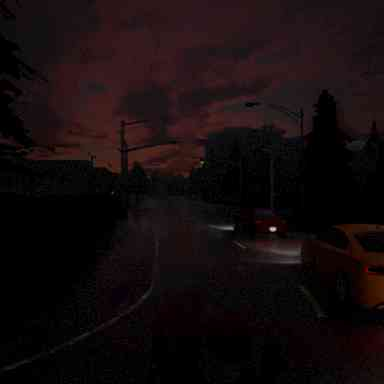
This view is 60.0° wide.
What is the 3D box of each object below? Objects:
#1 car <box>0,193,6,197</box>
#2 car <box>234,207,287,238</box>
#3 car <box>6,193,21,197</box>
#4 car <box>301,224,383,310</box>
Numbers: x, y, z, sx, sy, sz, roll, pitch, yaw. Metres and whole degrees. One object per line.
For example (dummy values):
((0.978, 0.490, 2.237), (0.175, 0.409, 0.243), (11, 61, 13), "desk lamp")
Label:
((-41.109, 1.077, 72.320), (1.905, 1.878, 3.866), (0, 0, -5), "car")
((3.511, 1.525, 17.588), (1.812, 1.442, 4.674), (0, 0, -5), "car")
((-38.251, 1.097, 72.989), (1.932, 1.855, 4.605), (0, 0, -5), "car")
((4.000, 1.478, 7.830), (1.882, 1.535, 5.008), (0, 0, 6), "car")
